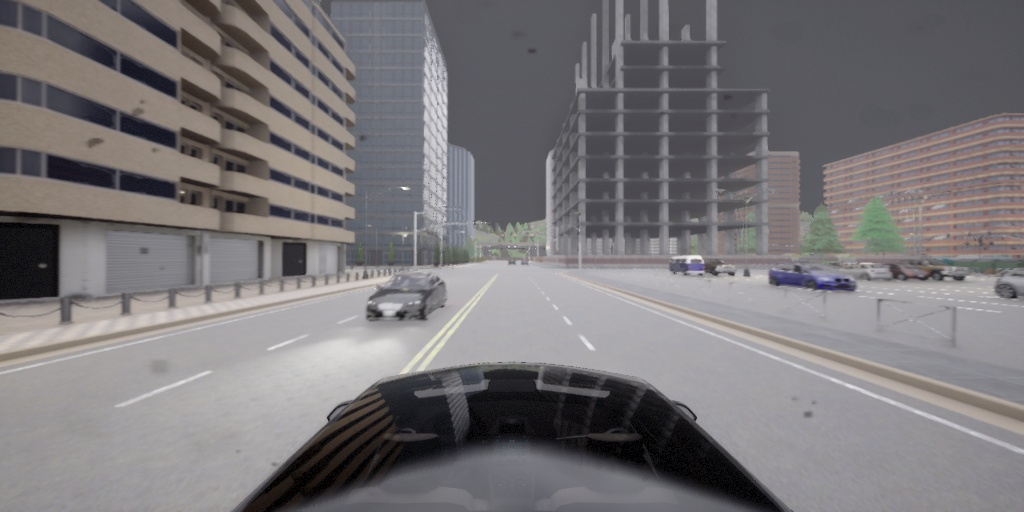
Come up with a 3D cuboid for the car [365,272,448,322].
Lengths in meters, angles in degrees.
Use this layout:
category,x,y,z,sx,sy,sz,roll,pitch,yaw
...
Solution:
category,x,y,z,sx,sy,sz,roll,pitch,yaw
car,-3.501,1.348,12.688,2.128,1.511,4.902,0,1,0
